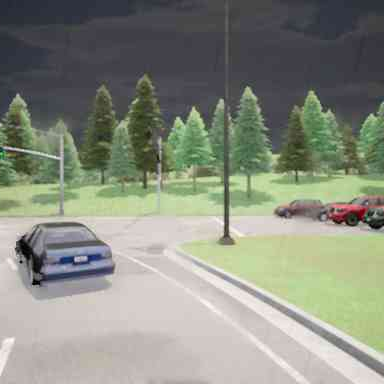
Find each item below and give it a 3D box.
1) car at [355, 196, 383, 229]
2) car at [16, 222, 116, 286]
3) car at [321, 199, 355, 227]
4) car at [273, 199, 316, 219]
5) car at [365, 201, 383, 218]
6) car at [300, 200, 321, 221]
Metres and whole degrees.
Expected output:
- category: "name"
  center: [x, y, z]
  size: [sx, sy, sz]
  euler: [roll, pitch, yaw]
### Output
- category: "car"
  center: [13.117, 1.269, 19.671]
  size: [5.566, 2.045, 2.150]
  euler: [0, 0, -3]
- category: "car"
  center: [-3.911, 1.595, 9.742]
  size: [2.033, 1.411, 5.357]
  euler: [0, 0, -33]
- category: "car"
  center: [12.327, 1.284, 23.138]
  size: [5.566, 2.045, 2.150]
  euler: [0, 0, -3]
- category: "car"
  center: [9.734, 1.447, 30.012]
  size: [4.553, 1.767, 2.097]
  euler: [0, 0, -3]
- category: "car"
  center: [18.631, 1.602, 30.458]
  size: [4.674, 1.442, 1.812]
  euler: [0, 0, -3]
- category: "car"
  center: [11.582, 1.582, 26.602]
  size: [4.892, 1.490, 1.837]
  euler: [0, 0, -3]
